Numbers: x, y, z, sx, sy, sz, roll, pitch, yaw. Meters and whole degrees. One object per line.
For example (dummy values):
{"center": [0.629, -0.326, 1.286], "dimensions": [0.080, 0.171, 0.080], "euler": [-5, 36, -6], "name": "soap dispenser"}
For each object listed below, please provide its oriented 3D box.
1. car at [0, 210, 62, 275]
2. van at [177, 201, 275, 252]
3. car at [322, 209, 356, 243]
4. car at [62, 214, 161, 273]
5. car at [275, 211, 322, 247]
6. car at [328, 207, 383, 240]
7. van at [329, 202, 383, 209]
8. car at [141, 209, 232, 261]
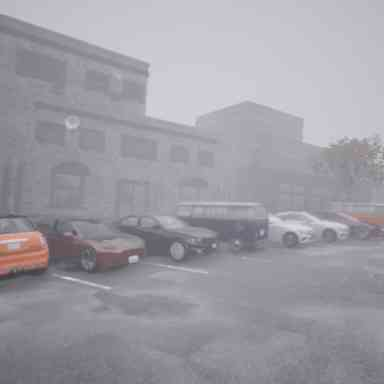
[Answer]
{"center": [-6.041, 1.349, 9.249], "dimensions": [4.553, 1.767, 2.185], "euler": [-1, -1, 35], "name": "car"}
{"center": [1.012, 1.391, 14.439], "dimensions": [4.442, 1.987, 1.878], "euler": [0, -1, 35], "name": "van"}
{"center": [5.896, 1.780, 17.768], "dimensions": [4.674, 1.452, 2.002], "euler": [0, -2, 35], "name": "car"}
{"center": [-3.647, 1.547, 10.957], "dimensions": [4.792, 1.488, 2.163], "euler": [-1, -2, 35], "name": "car"}
{"center": [3.498, 1.715, 16.070], "dimensions": [4.674, 1.452, 2.002], "euler": [0, -2, 35], "name": "car"}
{"center": [8.310, 1.841, 19.435], "dimensions": [4.792, 1.488, 2.163], "euler": [0, -2, 35], "name": "car"}
{"center": [10.587, 1.676, 21.213], "dimensions": [4.442, 1.987, 1.878], "euler": [0, -2, 35], "name": "van"}
{"center": [-1.289, 1.563, 12.676], "dimensions": [5.008, 1.535, 2.097], "euler": [-1, -2, 35], "name": "car"}
